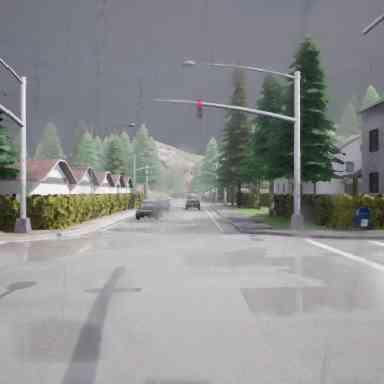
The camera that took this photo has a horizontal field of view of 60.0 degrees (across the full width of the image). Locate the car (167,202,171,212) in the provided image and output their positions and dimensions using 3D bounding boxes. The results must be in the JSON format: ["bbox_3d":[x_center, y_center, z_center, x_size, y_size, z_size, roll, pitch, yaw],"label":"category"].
[{"bbox_3d":[-3.567,1.577,38.551,1.994,1.385,4.181,0,0,1],"label":"car"}]

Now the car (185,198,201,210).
[{"bbox_3d":[0.112,1.519,43.284,1.837,1.490,4.892,0,0,0],"label":"car"}]

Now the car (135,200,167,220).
[{"bbox_3d":[-3.591,1.557,28.633,2.033,1.411,5.357,0,0,0],"label":"car"}]
